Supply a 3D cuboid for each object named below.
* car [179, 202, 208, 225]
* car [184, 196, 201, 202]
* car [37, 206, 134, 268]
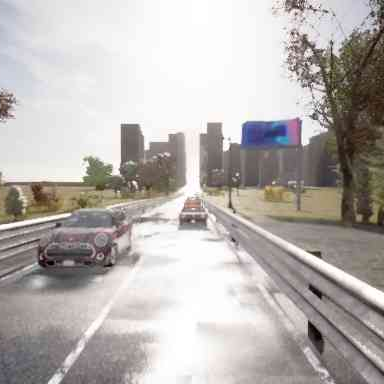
[{"bbox_3d":[0.084,1.593,23.590,1.895,1.301,4.718,0,0,0],"label":"car"},{"bbox_3d":[0.065,1.338,42.078,2.097,1.767,4.553,0,0,0],"label":"car"},{"bbox_3d":[-3.354,1.348,11.295,2.097,1.767,4.553,0,0,0],"label":"car"}]
